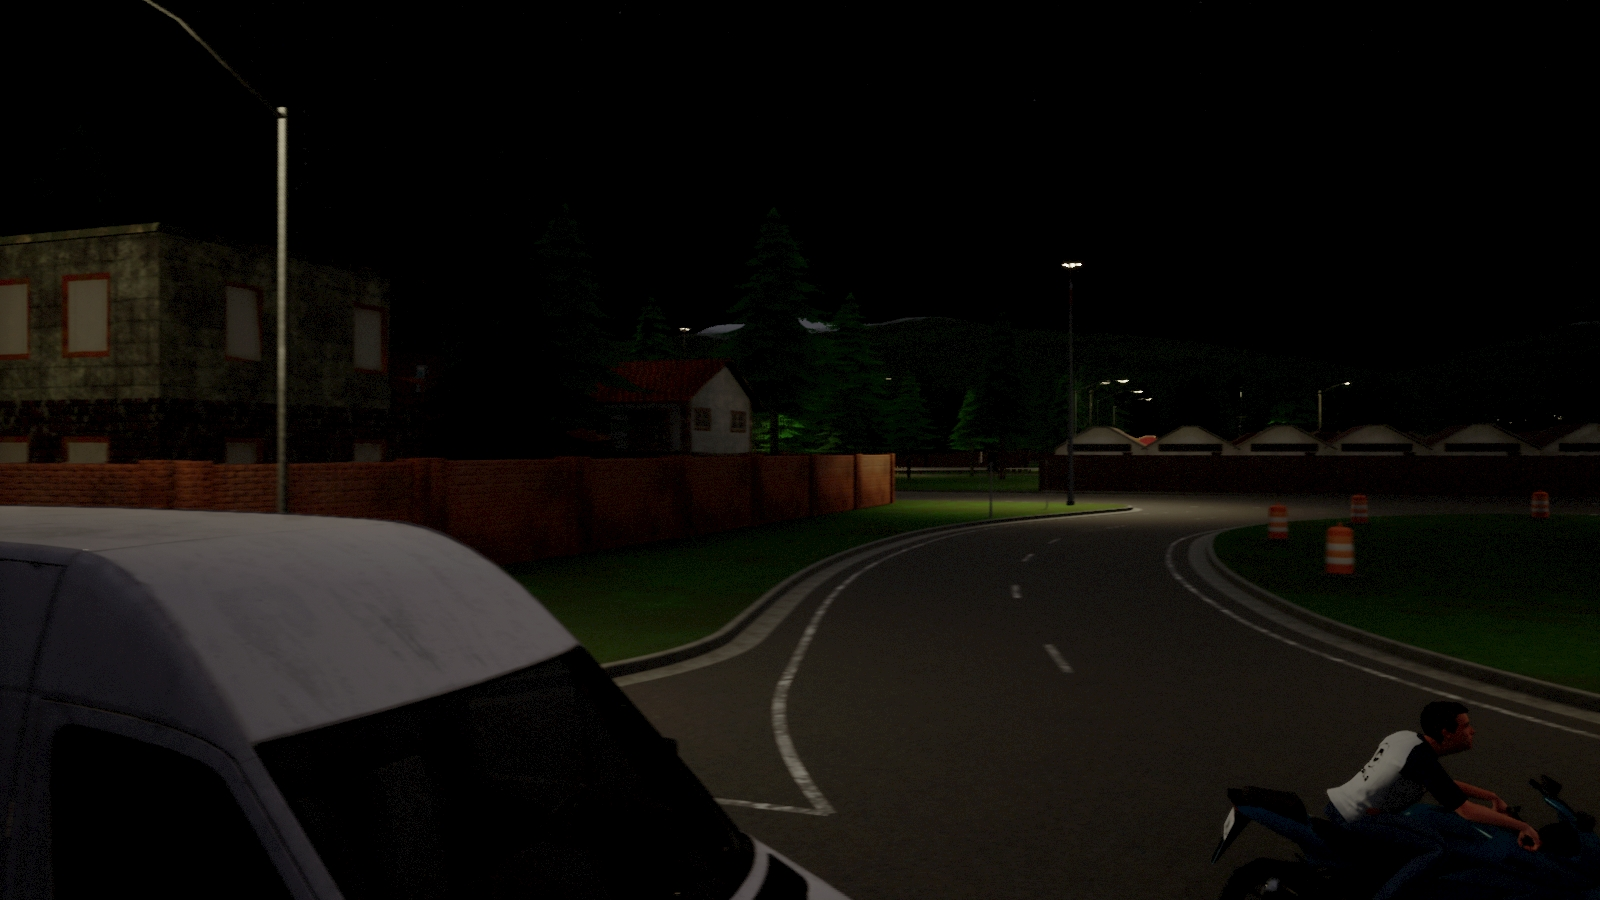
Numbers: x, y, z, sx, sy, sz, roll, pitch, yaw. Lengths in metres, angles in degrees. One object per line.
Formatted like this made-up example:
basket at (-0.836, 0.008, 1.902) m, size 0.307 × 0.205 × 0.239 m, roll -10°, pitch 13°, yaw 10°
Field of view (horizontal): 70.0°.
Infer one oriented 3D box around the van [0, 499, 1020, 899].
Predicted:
van at (-2.336, 1.534, 4.153) m, size 5.915 × 2.561 × 1.988 m, roll 0°, pitch 0°, yaw 20°

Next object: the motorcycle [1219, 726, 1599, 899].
motorcycle at (3.229, 2.186, 5.847) m, size 2.033 × 1.199 × 0.803 m, roll 0°, pitch 0°, yaw 20°
